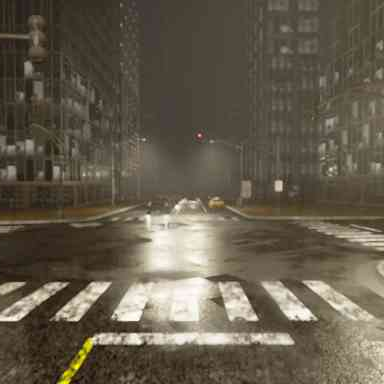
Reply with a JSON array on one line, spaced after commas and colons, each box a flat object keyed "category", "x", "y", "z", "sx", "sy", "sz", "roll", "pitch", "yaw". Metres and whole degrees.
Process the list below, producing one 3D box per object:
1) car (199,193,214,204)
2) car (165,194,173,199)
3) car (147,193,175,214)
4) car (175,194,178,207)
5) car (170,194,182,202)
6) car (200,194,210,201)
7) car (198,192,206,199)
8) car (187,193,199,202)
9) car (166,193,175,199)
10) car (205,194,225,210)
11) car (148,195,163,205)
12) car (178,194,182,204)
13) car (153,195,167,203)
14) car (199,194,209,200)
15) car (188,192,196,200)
[{"category": "car", "x": 2.716, "y": 1.007, "z": 53.269, "sx": 2.192, "sy": 1.841, "sz": 5.009, "roll": -1, "pitch": 0, "yaw": 0}, {"category": "car", "x": -5.663, "y": 1.088, "z": 82.189, "sx": 1.802, "sy": 1.307, "sz": 4.206, "roll": -1, "pitch": 0, "yaw": 0}, {"category": "car", "x": -3.111, "y": 1.169, "z": 32.555, "sx": 2.097, "sy": 1.767, "sz": 4.553, "roll": 0, "pitch": 0, "yaw": 1}, {"category": "car", "x": -3.089, "y": 1.240, "z": 41.853, "sx": 1.882, "sy": 1.535, "sz": 5.008, "roll": 0, "pitch": 0, "yaw": 0}, {"category": "car", "x": -3.005, "y": 1.104, "z": 63.525, "sx": 1.882, "sy": 1.535, "sz": 5.008, "roll": 0, "pitch": 1, "yaw": 0}, {"category": "car", "x": 2.683, "y": 1.146, "z": 70.779, "sx": 1.947, "sy": 1.339, "sz": 4.313, "roll": -1, "pitch": 0, "yaw": 0}, {"category": "car", "x": 2.682, "y": 0.909, "z": 87.801, "sx": 1.967, "sy": 1.590, "sz": 4.097, "roll": -1, "pitch": 0, "yaw": 0}, {"category": "car", "x": 0.004, "y": 1.223, "z": 64.114, "sx": 1.895, "sy": 1.301, "sz": 4.718, "roll": 0, "pitch": 0, "yaw": 0}, {"category": "car", "x": -5.663, "y": 1.034, "z": 87.863, "sx": 1.947, "sy": 1.339, "sz": 4.313, "roll": -1, "pitch": 0, "yaw": 0}, {"category": "car", "x": 2.809, "y": 1.309, "z": 38.189, "sx": 1.752, "sy": 1.417, "sz": 4.829, "roll": -1, "pitch": 0, "yaw": 0}, {"category": "car", "x": -5.836, "y": 1.254, "z": 53.820, "sx": 1.947, "sy": 1.339, "sz": 4.313, "roll": -1, "pitch": 0, "yaw": 0}, {"category": "car", "x": -3.062, "y": 1.301, "z": 51.864, "sx": 1.895, "sy": 1.301, "sz": 4.718, "roll": 0, "pitch": 0, "yaw": 0}, {"category": "car", "x": -5.665, "y": 1.218, "z": 59.495, "sx": 1.947, "sy": 1.339, "sz": 4.313, "roll": -1, "pitch": 0, "yaw": 0}, {"category": "car", "x": 2.684, "y": 1.094, "z": 76.453, "sx": 2.008, "sy": 1.369, "sz": 4.403, "roll": -1, "pitch": 0, "yaw": 0}, {"category": "car", "x": 0.005, "y": 0.869, "z": 74.085, "sx": 1.882, "sy": 1.535, "sz": 5.008, "roll": 0, "pitch": 0, "yaw": 0}]
